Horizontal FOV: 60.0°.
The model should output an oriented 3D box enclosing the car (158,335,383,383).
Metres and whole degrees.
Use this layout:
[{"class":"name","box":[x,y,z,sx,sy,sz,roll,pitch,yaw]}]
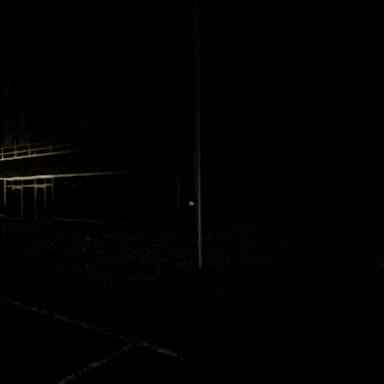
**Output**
[{"class":"car","box":[1.592,1.569,1.882,4.206,1.307,1.802,-1,0,34]}]
